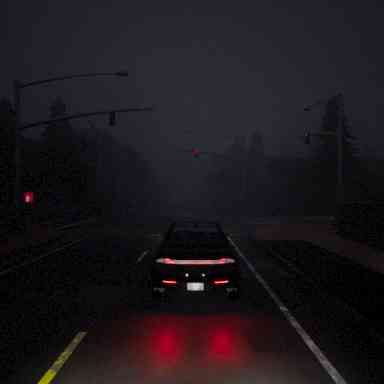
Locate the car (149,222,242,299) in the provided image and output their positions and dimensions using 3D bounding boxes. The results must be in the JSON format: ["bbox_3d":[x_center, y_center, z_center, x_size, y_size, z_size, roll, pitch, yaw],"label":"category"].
[{"bbox_3d":[0.082,1.491,8.423,2.128,1.511,4.902,0,0,0],"label":"car"}]

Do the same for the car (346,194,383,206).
[{"bbox_3d":[15.876,1.202,28.946,5.566,2.045,2.150,0,0,-8],"label":"car"}]
